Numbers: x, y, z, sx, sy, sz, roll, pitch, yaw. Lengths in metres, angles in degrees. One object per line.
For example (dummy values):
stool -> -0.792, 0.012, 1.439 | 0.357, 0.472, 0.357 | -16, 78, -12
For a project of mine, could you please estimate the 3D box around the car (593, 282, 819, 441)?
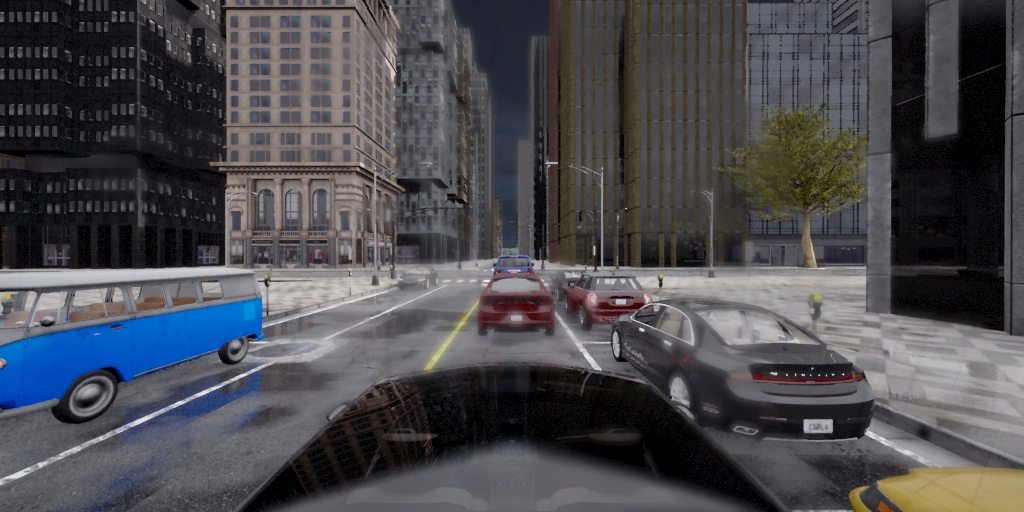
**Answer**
car -> 2.769, 1.300, 5.421 | 2.007, 1.370, 4.403 | 0, 0, 0

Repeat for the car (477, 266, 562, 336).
car -> 0.105, 1.226, 10.447 | 1.882, 1.535, 5.008 | 0, 0, 0

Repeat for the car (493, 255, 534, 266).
car -> 0.102, 0.967, 20.331 | 2.150, 2.045, 5.566 | 0, 0, 0

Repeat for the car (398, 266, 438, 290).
car -> -5.734, 1.296, 22.354 | 2.007, 1.370, 4.403 | 0, 0, 0

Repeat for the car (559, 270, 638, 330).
car -> 2.777, 1.188, 11.062 | 1.967, 1.591, 4.097 | 0, 0, 0

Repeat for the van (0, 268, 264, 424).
van -> -5.756, 1.090, 5.431 | 1.690, 1.789, 3.998 | 0, 0, 0
